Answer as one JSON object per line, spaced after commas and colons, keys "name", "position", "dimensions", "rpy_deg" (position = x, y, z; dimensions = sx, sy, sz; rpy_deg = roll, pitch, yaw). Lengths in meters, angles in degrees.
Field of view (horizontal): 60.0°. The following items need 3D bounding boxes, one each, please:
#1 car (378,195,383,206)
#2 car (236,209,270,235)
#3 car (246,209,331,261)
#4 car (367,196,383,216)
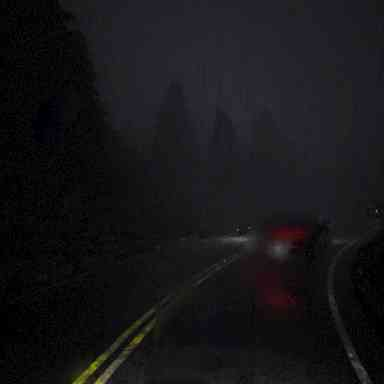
{"name": "car", "position": [29.968, 1.328, 51.195], "dimensions": [1.882, 1.535, 5.008], "rpy_deg": [-2, -1, 35]}
{"name": "car", "position": [4.135, 1.651, 18.761], "dimensions": [1.994, 1.385, 4.181], "rpy_deg": [-3, -1, 35]}
{"name": "car", "position": [3.871, 1.488, 12.338], "dimensions": [1.837, 1.490, 4.892], "rpy_deg": [-3, -1, 30]}
{"name": "car", "position": [17.503, 1.373, 30.709], "dimensions": [1.837, 1.490, 4.892], "rpy_deg": [-3, -2, 39]}
